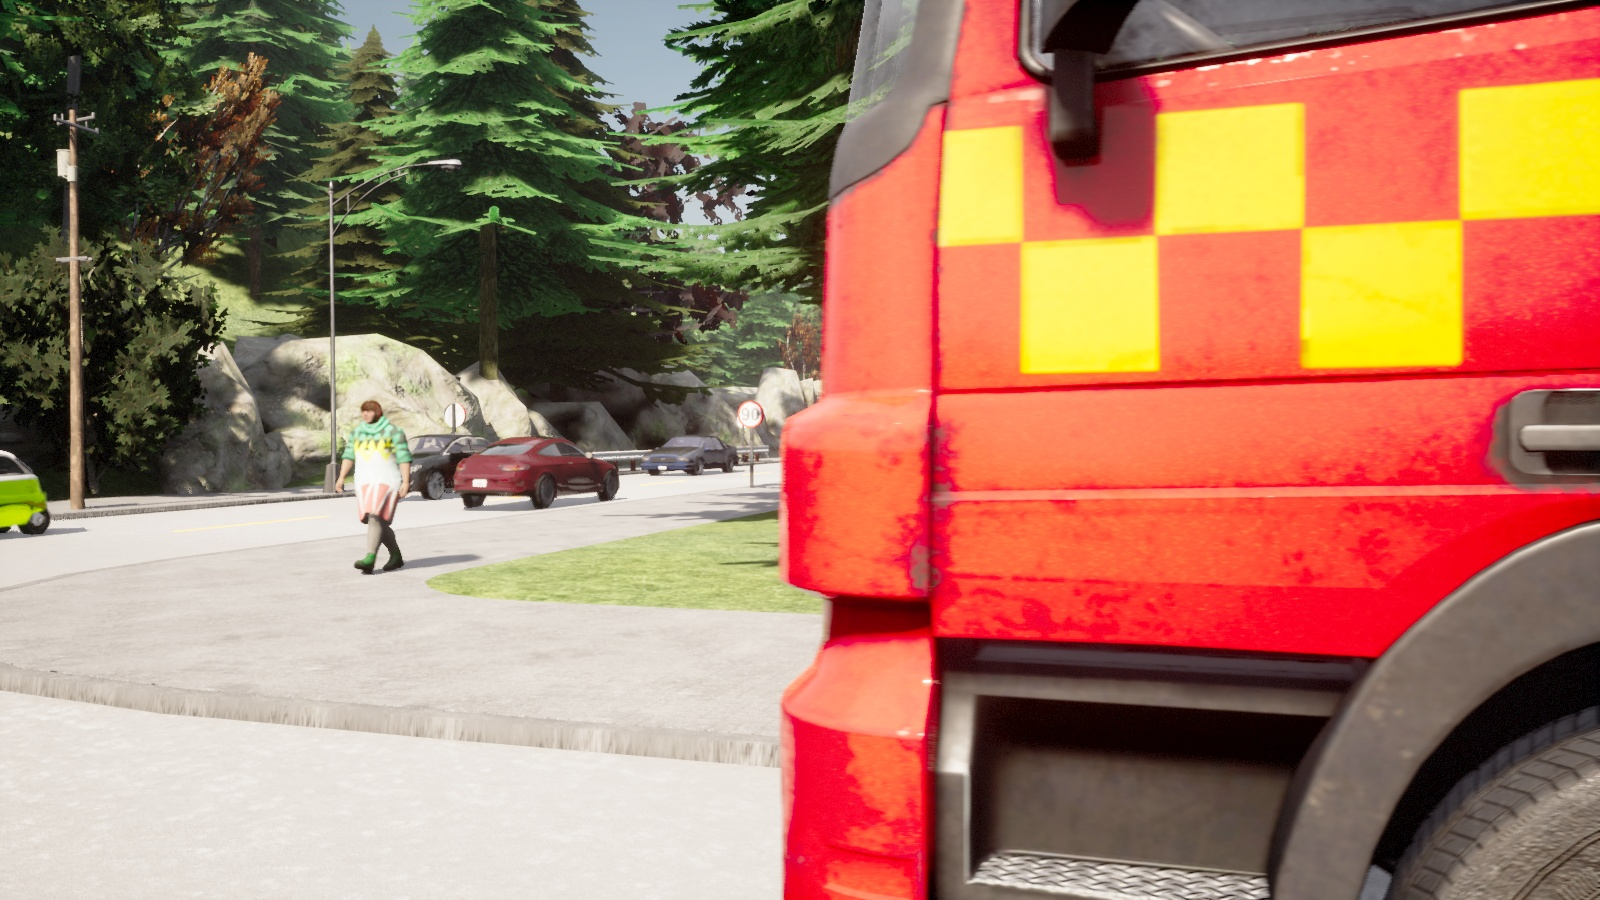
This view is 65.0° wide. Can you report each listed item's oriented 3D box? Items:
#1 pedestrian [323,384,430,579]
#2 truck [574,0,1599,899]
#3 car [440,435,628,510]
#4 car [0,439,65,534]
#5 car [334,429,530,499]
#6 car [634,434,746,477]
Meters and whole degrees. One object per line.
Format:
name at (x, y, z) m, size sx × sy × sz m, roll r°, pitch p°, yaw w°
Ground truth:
pedestrian at (-4.403, 0.310, 13.099) m, size 0.659 × 1.952 × 0.873 m, roll 1°, pitch 1°, yaw 19°
truck at (4.059, -0.361, 2.351) m, size 8.468 × 3.827 × 2.891 m, roll 1°, pitch 1°, yaw 18°
car at (-5.529, 0.403, 26.769) m, size 1.812 × 1.442 × 4.674 m, roll 1°, pitch 1°, yaw 18°
car at (-12.383, 0.539, 18.552) m, size 1.481 × 1.376 × 2.207 m, roll 0°, pitch 1°, yaw 17°
car at (-8.656, 0.269, 30.073) m, size 2.128 × 1.511 × 4.902 m, roll 1°, pitch 1°, yaw 18°
car at (-3.837, 0.141, 44.906) m, size 2.033 × 1.411 × 5.357 m, roll 1°, pitch 1°, yaw 18°
